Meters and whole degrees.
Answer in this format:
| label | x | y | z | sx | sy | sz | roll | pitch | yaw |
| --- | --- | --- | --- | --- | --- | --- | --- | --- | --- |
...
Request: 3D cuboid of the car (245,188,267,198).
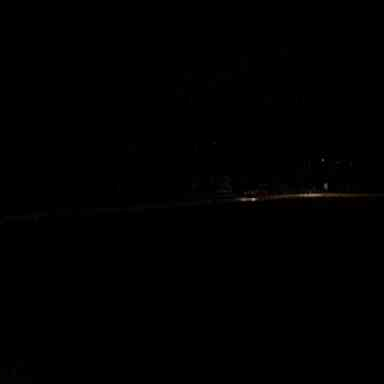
| label | x | y | z | sx | sy | sz | roll | pitch | yaw |
| --- | --- | --- | --- | --- | --- | --- | --- | --- | --- |
| car | 10.160 | 0.149 | 52.975 | 1.882 | 1.535 | 5.008 | 0 | 1 | 36 |
